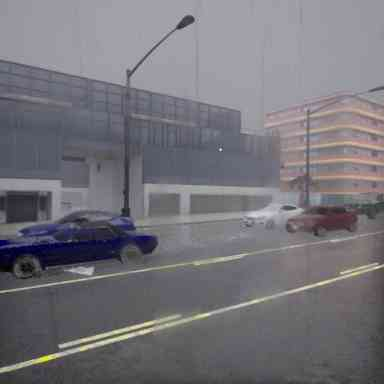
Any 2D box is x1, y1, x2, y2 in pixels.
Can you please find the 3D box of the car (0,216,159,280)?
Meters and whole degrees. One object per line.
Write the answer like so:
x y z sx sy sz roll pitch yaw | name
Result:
-3.492 1.600 10.097 4.718 1.301 1.895 0 0 -35 | car

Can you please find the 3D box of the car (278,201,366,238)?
6.922 1.442 17.503 4.674 1.442 1.812 -1 0 -35 | car

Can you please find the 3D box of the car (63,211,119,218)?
-4.534 1.523 13.650 4.674 1.442 1.812 0 0 -35 | car

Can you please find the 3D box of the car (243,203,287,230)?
5.244 1.437 20.597 4.674 1.442 1.812 -1 1 -35 | car

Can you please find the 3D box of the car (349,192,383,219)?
14.661 1.046 27.200 5.566 2.045 2.150 0 0 -35 | car
